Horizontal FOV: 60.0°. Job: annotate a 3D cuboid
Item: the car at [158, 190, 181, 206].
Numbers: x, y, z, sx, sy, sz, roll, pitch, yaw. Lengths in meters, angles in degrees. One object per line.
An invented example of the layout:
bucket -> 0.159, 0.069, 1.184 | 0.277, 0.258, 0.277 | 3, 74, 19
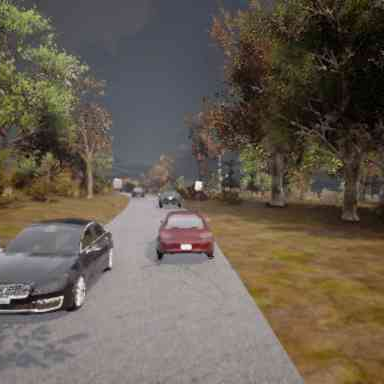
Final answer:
car -> -2.360, 0.582, 34.181 | 2.097, 1.767, 4.553 | 1, 2, -8

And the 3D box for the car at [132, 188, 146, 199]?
car -> -8.228, 0.198, 51.044 | 1.882, 1.535, 5.008 | 1, 1, -11

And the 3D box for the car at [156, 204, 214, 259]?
car -> -0.289, 1.398, 11.998 | 1.812, 1.442, 4.674 | 0, 1, -3

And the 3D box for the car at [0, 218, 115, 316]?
car -> -3.038, 1.420, 7.644 | 1.837, 1.490, 4.892 | 1, 1, -2
